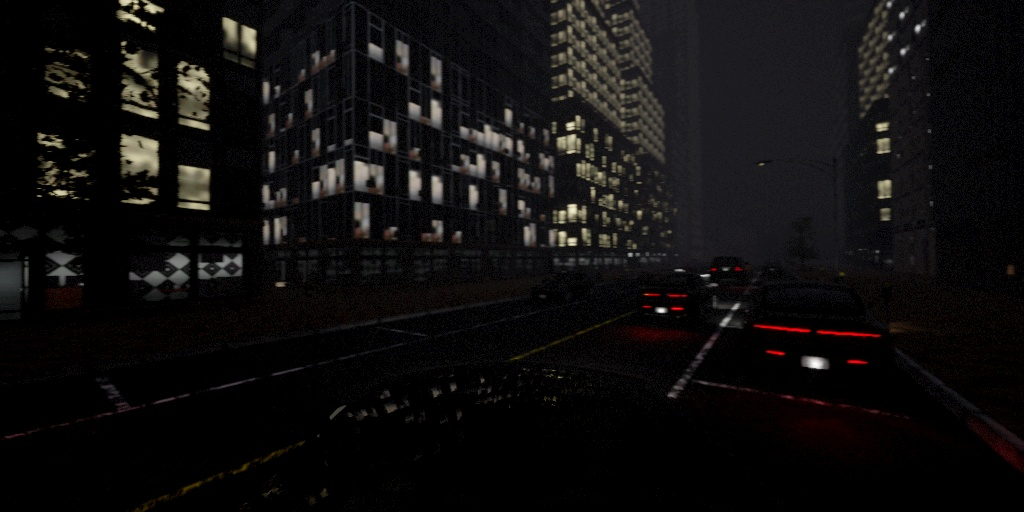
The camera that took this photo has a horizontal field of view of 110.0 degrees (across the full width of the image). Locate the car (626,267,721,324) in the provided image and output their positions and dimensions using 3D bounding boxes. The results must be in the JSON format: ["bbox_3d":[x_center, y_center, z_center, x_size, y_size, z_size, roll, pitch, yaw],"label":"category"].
[{"bbox_3d":[5.684,1.293,12.222,1.837,1.490,4.892,-1,-1,36],"label":"car"}]

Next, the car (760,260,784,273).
[{"bbox_3d":[26.137,1.329,36.044,1.948,1.339,4.313,0,0,36],"label":"car"}]

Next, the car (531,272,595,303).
[{"bbox_3d":[2.669,1.455,17.910,1.948,1.339,4.313,0,0,36],"label":"car"}]

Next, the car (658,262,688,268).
[{"bbox_3d":[16.018,1.453,36.355,2.007,1.370,4.403,0,0,36],"label":"car"}]

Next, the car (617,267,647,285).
[{"bbox_3d":[9.343,1.479,27.131,1.802,1.307,4.207,0,0,36],"label":"car"}]

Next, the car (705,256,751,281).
[{"bbox_3d":[16.228,1.022,26.797,2.150,2.045,5.566,-1,-1,36],"label":"car"}]

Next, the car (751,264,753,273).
[{"bbox_3d":[26.746,1.267,41.501,1.801,1.575,5.366,-1,-1,36],"label":"car"}]

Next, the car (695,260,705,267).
[{"bbox_3d":[22.993,1.426,41.463,1.994,1.385,4.181,-1,-1,37],"label":"car"}]

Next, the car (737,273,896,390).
[{"bbox_3d":[5.624,1.236,6.945,1.837,1.490,4.892,-1,-1,36],"label":"car"}]

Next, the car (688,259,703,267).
[{"bbox_3d":[22.693,1.453,45.578,1.888,1.381,4.507,0,0,36],"label":"car"}]
